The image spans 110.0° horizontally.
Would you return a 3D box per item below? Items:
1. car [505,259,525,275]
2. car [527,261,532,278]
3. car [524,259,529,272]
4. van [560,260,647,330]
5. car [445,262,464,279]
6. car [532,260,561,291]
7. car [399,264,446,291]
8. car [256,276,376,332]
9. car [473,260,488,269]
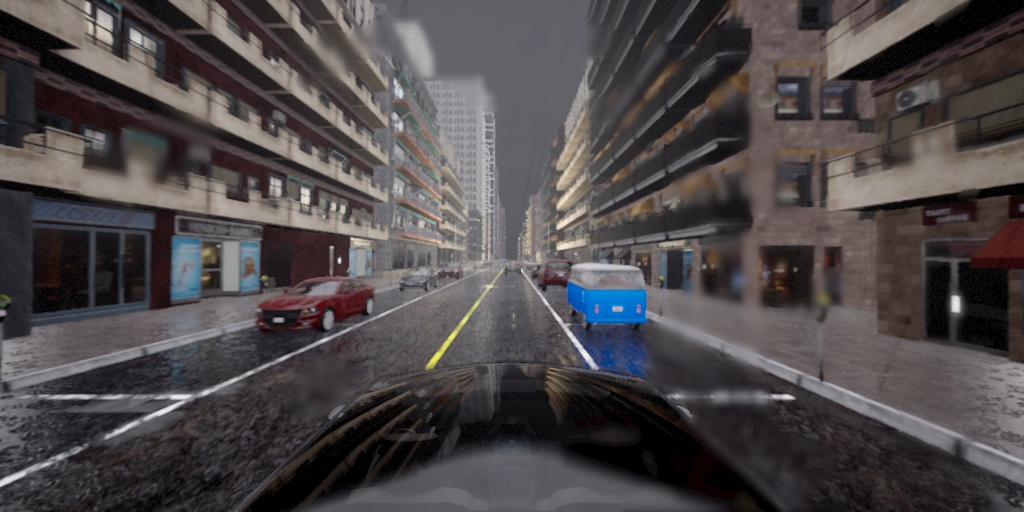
[{"bbox_3d":[0.100,1.397,42.788,2.128,1.511,4.902,0,0,0],"label":"car"},{"bbox_3d":[2.691,1.436,33.709,1.948,1.339,4.313,0,0,0],"label":"car"},{"bbox_3d":[2.691,1.489,50.756,2.007,1.370,4.403,0,0,0],"label":"car"},{"bbox_3d":[2.690,1.125,10.980,1.690,1.789,3.998,0,0,0],"label":"van"},{"bbox_3d":[-5.690,1.310,33.707,1.967,1.591,4.097,0,0,0],"label":"car"},{"bbox_3d":[2.690,1.141,22.344,2.192,1.841,5.009,0,0,0],"label":"car"},{"bbox_3d":[-5.690,1.377,22.342,2.007,1.370,4.403,0,0,0],"label":"car"},{"bbox_3d":[-5.690,1.329,10.977,1.888,1.381,4.507,0,0,0],"label":"car"},{"bbox_3d":[-5.689,1.537,62.119,2.007,1.370,4.403,0,0,0],"label":"car"}]
